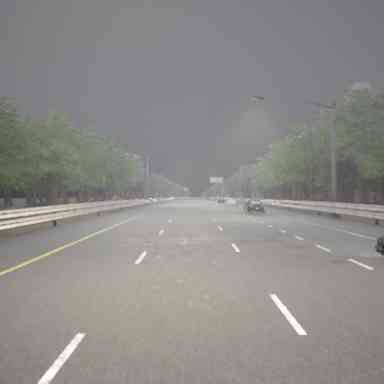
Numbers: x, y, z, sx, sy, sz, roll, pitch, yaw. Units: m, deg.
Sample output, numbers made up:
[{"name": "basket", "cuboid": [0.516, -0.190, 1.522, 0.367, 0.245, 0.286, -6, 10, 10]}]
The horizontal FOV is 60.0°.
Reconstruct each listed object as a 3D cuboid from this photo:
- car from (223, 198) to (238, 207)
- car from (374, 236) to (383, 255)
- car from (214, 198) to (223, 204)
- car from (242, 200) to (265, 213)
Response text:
[{"name": "car", "cuboid": [7.220, 1.933, 61.077, 1.812, 1.442, 4.674, 0, -1, 0]}, {"name": "car", "cuboid": [7.007, 1.551, 8.649, 2.033, 1.411, 5.357, 0, 0, 0]}, {"name": "car", "cuboid": [7.421, 2.206, 85.250, 1.882, 1.535, 5.008, 0, -1, 1]}, {"name": "car", "cuboid": [7.091, 1.672, 38.327, 1.812, 1.442, 4.674, 0, -1, 0]}]
